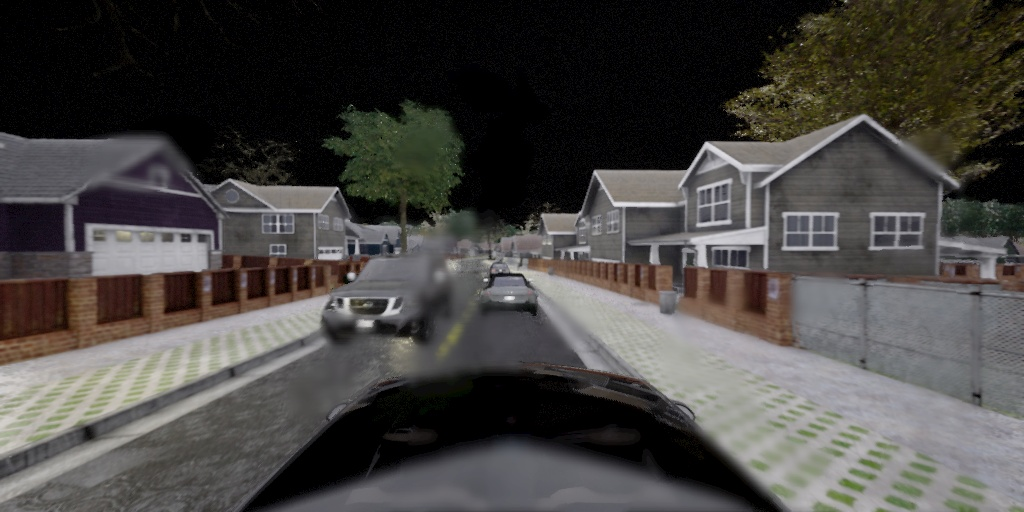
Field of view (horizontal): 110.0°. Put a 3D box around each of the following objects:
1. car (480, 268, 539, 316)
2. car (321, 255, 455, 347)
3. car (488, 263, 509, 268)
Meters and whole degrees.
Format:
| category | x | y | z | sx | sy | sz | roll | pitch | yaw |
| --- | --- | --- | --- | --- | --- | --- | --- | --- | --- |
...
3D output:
| category | x | y | z | sx | sy | sz | roll | pitch | yaw |
| --- | --- | --- | --- | --- | --- | --- | --- | --- | --- |
| car | -0.131 | 1.316 | 13.414 | 1.994 | 1.385 | 4.181 | 0 | 0 | -2 |
| car | -2.895 | 0.977 | 9.735 | 2.150 | 2.045 | 5.566 | 0 | 0 | -1 |
| car | -1.185 | 1.308 | 33.184 | 2.033 | 1.411 | 5.357 | 0 | 0 | -5 |
